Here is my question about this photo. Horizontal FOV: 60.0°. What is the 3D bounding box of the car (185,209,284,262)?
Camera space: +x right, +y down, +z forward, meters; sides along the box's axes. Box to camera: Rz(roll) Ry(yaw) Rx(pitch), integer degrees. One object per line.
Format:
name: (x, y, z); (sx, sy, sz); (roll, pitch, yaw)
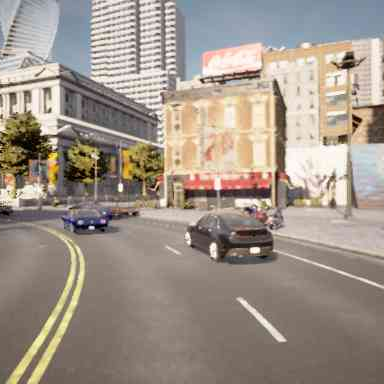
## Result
car: (1.143, 1.495, 12.187); (1.837, 1.490, 4.892); (0, 0, -18)

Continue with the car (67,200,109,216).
car: (-11.148, 1.645, 35.474); (4.674, 1.452, 2.002); (-1, 0, 40)

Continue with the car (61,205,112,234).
car: (-6.593, 1.675, 19.995); (1.895, 1.301, 4.718); (-1, 0, -31)

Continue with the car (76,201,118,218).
car: (-8.386, 1.658, 28.186); (1.994, 1.385, 4.181); (-1, 0, -41)

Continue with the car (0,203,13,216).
car: (-20.707, 1.774, 34.544); (5.357, 1.411, 2.033); (-1, 0, 34)

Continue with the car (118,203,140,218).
car: (-6.941, 1.675, 31.583); (1.895, 1.301, 4.718); (-1, 0, -40)
